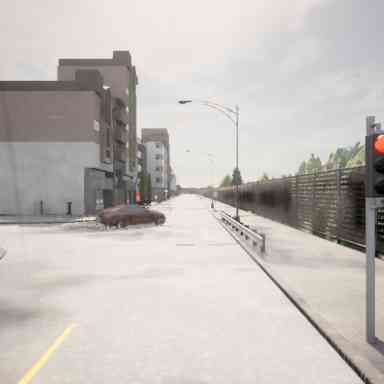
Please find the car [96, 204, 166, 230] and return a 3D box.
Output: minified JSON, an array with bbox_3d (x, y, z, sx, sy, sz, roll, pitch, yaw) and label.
[{"bbox_3d":[-3.853,1.526,21.384,4.674,1.442,1.812,0,1,-43],"label":"car"}]
